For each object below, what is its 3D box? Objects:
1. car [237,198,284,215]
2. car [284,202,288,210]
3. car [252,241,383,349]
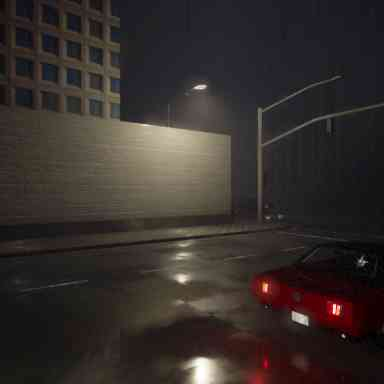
[{"bbox_3d":[6.848,1.407,34.698,2.097,1.767,4.553,0,0,-35],"label":"car"},{"bbox_3d":[10.175,1.619,42.428,1.994,1.385,4.181,0,0,-36],"label":"car"},{"bbox_3d":[3.440,1.601,6.238,4.718,1.301,1.895,0,0,-35],"label":"car"}]
